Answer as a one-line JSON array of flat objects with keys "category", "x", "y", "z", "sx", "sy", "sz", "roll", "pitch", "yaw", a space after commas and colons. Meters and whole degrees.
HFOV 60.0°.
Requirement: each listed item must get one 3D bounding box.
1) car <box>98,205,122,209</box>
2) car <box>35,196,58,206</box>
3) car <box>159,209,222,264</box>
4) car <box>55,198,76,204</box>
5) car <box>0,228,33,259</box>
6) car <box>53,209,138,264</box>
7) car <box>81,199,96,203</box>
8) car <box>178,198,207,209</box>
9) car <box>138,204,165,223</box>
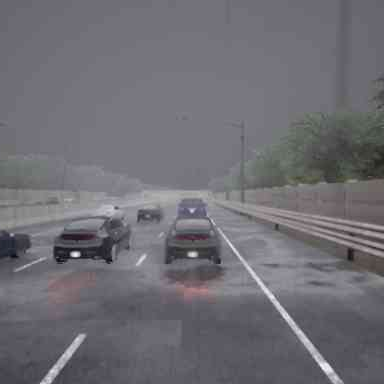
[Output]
[{"category": "car", "x": -6.954, "y": 1.787, "z": 28.032, "sx": 1.812, "sy": 1.442, "sz": 4.674, "roll": 0, "pitch": 0, "yaw": 0}, {"category": "car", "x": -24.542, "y": 1.739, "z": 56.553, "sx": 2.150, "sy": 2.045, "sz": 5.566, "roll": 0, "pitch": -1, "yaw": 1}, {"category": "car", "x": 0.044, "y": 1.624, "z": 12.354, "sx": 1.837, "sy": 1.490, "sz": 4.892, "roll": 0, "pitch": 0, "yaw": 0}, {"category": "car", "x": -21.052, "y": 2.083, "z": 56.659, "sx": 1.994, "sy": 1.385, "sz": 4.181, "roll": 0, "pitch": -1, "yaw": 1}, {"category": "car", "x": -6.978, "y": 1.645, "z": 10.158, "sx": 2.033, "sy": 1.411, "sz": 5.357, "roll": 0, "pitch": -1, "yaw": 0}, {"category": "car", "x": -3.455, "y": 1.623, "z": 12.349, "sx": 1.837, "sy": 1.490, "sz": 4.892, "roll": 0, "pitch": 0, "yaw": 1}, {"category": "car", "x": -17.561, "y": 2.024, "z": 56.656, "sx": 1.837, "sy": 1.490, "sz": 4.892, "roll": 0, "pitch": -1, "yaw": 1}, {"category": "car", "x": 0.030, "y": 1.468, "z": 26.240, "sx": 2.150, "sy": 2.045, "sz": 5.566, "roll": 0, "pitch": 0, "yaw": 1}, {"category": "car", "x": -3.452, "y": 1.744, "z": 28.532, "sx": 1.882, "sy": 1.535, "sz": 5.008, "roll": 0, "pitch": 0, "yaw": 0}]
